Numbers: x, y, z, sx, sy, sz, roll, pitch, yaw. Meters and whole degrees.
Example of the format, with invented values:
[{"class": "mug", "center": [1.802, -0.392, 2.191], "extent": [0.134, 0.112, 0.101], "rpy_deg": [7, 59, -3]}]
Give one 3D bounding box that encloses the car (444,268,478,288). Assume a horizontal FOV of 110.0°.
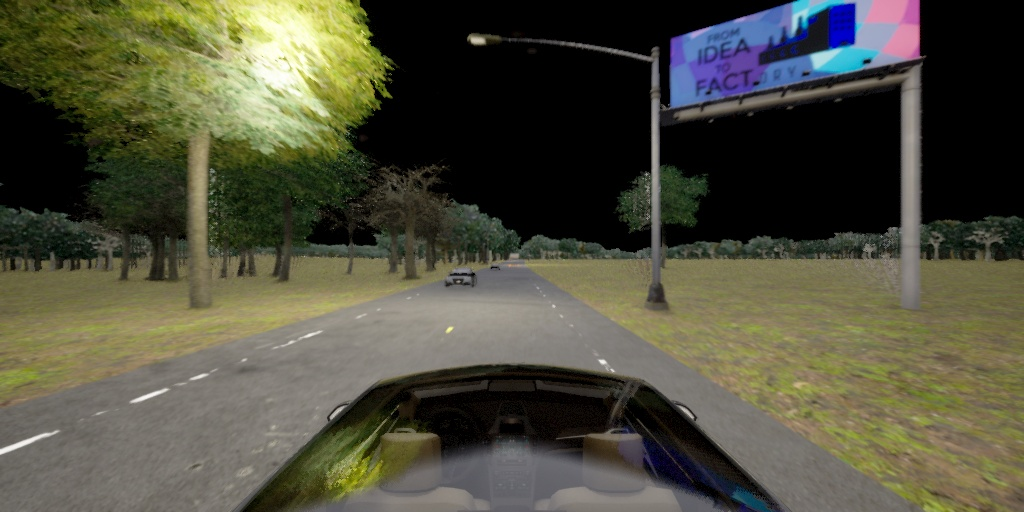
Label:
[{"class": "car", "center": [-3.559, 1.528, 25.775], "extent": [1.994, 1.385, 4.181], "rpy_deg": [0, -1, 0]}]
